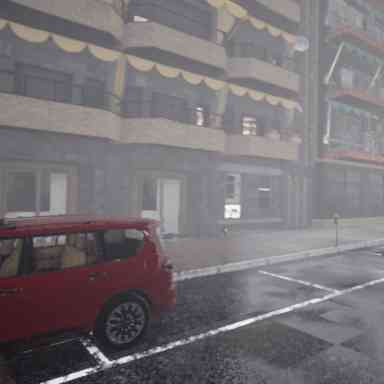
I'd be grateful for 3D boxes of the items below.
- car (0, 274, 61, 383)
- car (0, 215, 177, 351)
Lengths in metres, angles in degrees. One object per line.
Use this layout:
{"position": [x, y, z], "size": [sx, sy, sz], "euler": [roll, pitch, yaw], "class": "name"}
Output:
{"position": [-3.406, 1.540, 0.948], "size": [5.357, 1.411, 2.033], "euler": [0, 0, -35], "class": "car"}
{"position": [-2.569, 1.317, 4.703], "size": [5.009, 1.841, 2.192], "euler": [0, 1, -35], "class": "car"}
